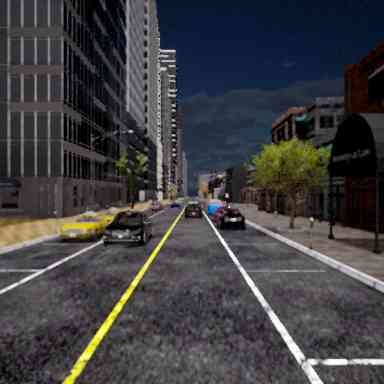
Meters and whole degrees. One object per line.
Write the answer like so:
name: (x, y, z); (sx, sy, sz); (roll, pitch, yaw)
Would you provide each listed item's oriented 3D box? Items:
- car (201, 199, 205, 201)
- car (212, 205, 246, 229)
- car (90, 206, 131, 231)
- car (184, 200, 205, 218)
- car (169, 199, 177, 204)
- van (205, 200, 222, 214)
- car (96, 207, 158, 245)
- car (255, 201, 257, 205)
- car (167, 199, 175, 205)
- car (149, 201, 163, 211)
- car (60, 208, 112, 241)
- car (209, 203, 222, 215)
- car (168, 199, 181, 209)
car: (2.905, 2.646, 95.079); (1.967, 1.590, 4.097); (-1, -1, 0)
car: (2.734, 1.869, 23.859); (1.947, 1.339, 4.313); (-1, -1, 0)
car: (-5.647, 1.826, 23.722); (1.752, 1.417, 4.829); (-1, -1, 0)
car: (0.174, 1.960, 35.943); (1.837, 1.490, 4.892); (0, -1, 0)
car: (-5.440, 2.771, 95.151); (1.947, 1.339, 4.313); (-1, -1, 0)
van: (2.771, 1.854, 40.464); (1.690, 1.788, 3.998); (-1, -1, 0)
car: (-3.061, 1.719, 16.719); (1.837, 1.490, 4.892); (0, -1, 0)
car: (16.705, 2.370, 74.758); (5.009, 1.841, 2.192); (1, 0, 1)
car: (-5.626, 2.657, 89.339); (1.752, 1.417, 4.829); (-1, -1, 0)
car: (-5.581, 2.092, 51.566); (1.967, 1.590, 4.097); (-1, -1, 0)
car: (-5.660, 1.756, 18.188); (1.752, 1.417, 4.829); (-1, -1, 0)
car: (2.748, 1.955, 29.393); (1.802, 1.307, 4.206); (-1, -1, 0)
car: (-2.860, 2.254, 58.519); (1.895, 1.301, 4.718); (0, -1, 0)
